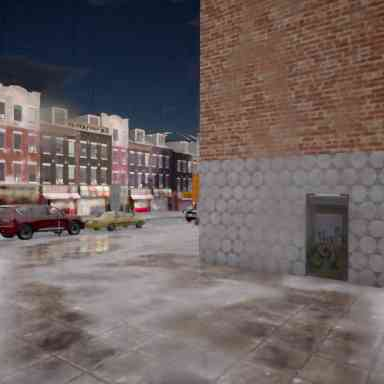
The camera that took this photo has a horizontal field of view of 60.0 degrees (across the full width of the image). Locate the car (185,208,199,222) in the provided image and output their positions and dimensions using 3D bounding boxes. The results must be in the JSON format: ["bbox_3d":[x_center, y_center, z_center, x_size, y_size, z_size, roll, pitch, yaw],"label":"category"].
[{"bbox_3d":[1.064,2.198,32.556,1.947,1.339,4.313,-1,-2,36],"label":"car"}]

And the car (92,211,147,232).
[{"bbox_3d":[-5.310,1.957,23.691,1.752,1.417,4.829,-1,-2,36],"label":"car"}]

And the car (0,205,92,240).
[{"bbox_3d":[-8.646,1.642,19.055,2.192,1.841,5.009,-1,-2,36],"label":"car"}]
